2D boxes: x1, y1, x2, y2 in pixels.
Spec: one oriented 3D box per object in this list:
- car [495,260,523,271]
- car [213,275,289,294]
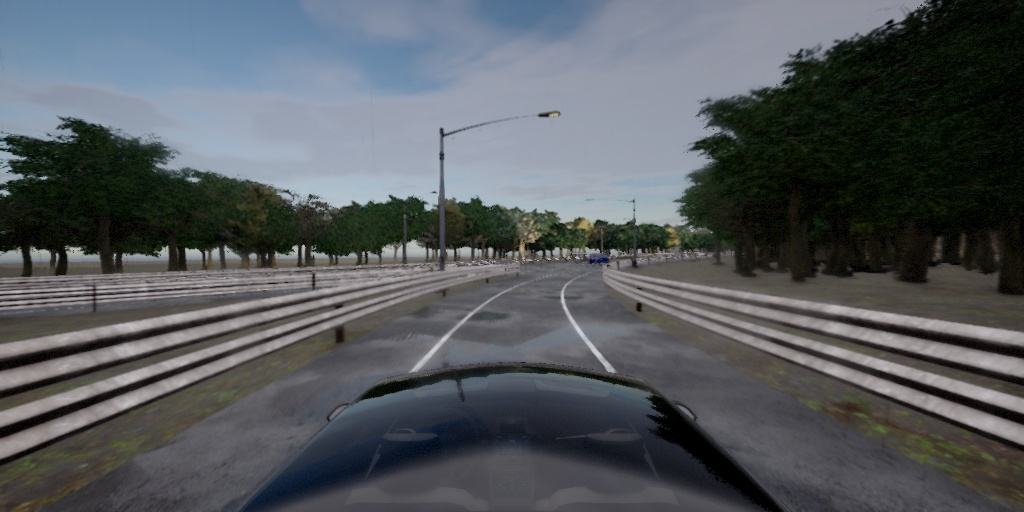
[{"bbox_3d":[-0.536,1.282,49.268,2.097,1.767,4.553,0,1,41],"label":"car"},{"bbox_3d":[-19.793,2.088,27.488,1.895,1.301,4.718,0,1,41],"label":"car"}]
